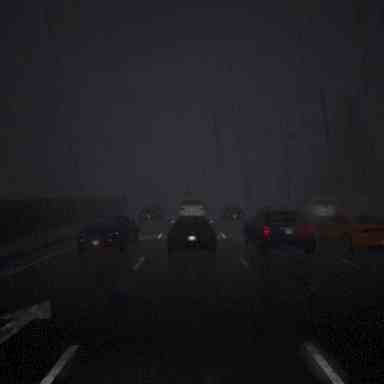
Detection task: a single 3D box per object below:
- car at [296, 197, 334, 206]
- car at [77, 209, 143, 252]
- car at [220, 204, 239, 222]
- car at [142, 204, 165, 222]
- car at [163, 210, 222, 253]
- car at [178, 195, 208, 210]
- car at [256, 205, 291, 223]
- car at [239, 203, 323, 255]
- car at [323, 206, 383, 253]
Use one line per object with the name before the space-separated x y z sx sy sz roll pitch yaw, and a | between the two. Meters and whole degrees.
car | 10.501 1.489 29.021 2.150 2.045 5.566 0 0 0
car | -3.497 1.661 14.378 1.812 1.442 4.674 0 0 0
car | 3.506 1.802 29.382 1.812 1.442 4.674 0 0 0
car | -3.494 1.802 29.394 1.812 1.442 4.674 0 0 0
car | 0.003 1.700 14.335 1.994 1.385 4.181 0 0 0
car | 0.001 1.489 29.021 2.150 2.045 5.566 0 0 0
car | 7.002 1.874 29.110 1.895 1.301 4.718 0 0 0
car | 3.502 1.483 14.088 2.097 1.767 4.553 0 -1 0
car | 7.004 1.614 14.474 1.882 1.535 5.008 0 0 0
